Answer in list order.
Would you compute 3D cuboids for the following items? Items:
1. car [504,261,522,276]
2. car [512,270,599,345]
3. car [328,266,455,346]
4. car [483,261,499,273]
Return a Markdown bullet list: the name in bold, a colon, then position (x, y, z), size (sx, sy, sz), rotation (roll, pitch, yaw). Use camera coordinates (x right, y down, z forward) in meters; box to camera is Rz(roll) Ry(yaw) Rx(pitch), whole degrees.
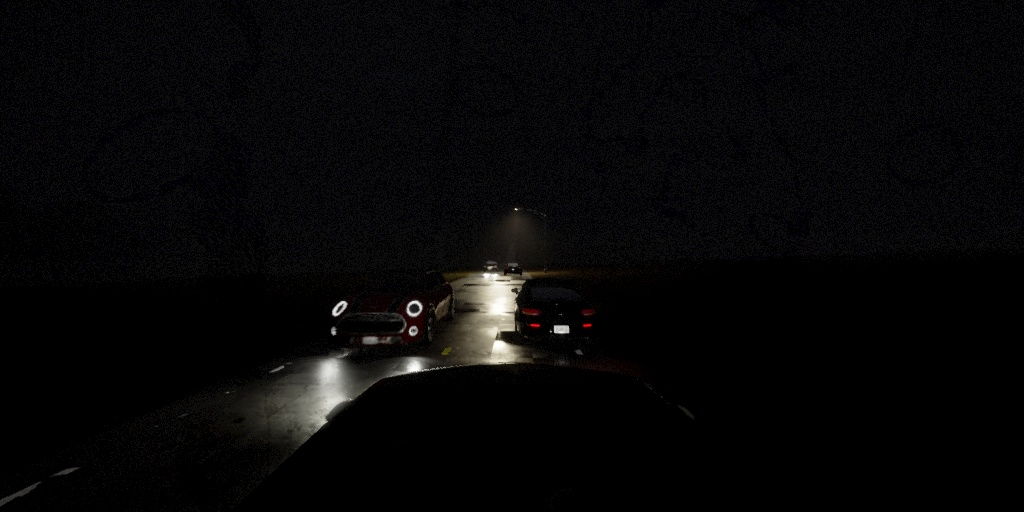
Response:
- **car**: position (0.121, 1.374, 38.934), size (1.994, 1.385, 4.181), rotation (0, 0, 1)
- **car**: position (0.973, 1.272, 9.327), size (1.812, 1.442, 4.674), rotation (0, 0, 0)
- **car**: position (-2.840, 1.097, 9.429), size (2.097, 1.767, 4.553), rotation (0, 0, 0)
- **car**: position (-2.696, 1.340, 46.634), size (2.128, 1.511, 4.902), rotation (0, 0, 0)
